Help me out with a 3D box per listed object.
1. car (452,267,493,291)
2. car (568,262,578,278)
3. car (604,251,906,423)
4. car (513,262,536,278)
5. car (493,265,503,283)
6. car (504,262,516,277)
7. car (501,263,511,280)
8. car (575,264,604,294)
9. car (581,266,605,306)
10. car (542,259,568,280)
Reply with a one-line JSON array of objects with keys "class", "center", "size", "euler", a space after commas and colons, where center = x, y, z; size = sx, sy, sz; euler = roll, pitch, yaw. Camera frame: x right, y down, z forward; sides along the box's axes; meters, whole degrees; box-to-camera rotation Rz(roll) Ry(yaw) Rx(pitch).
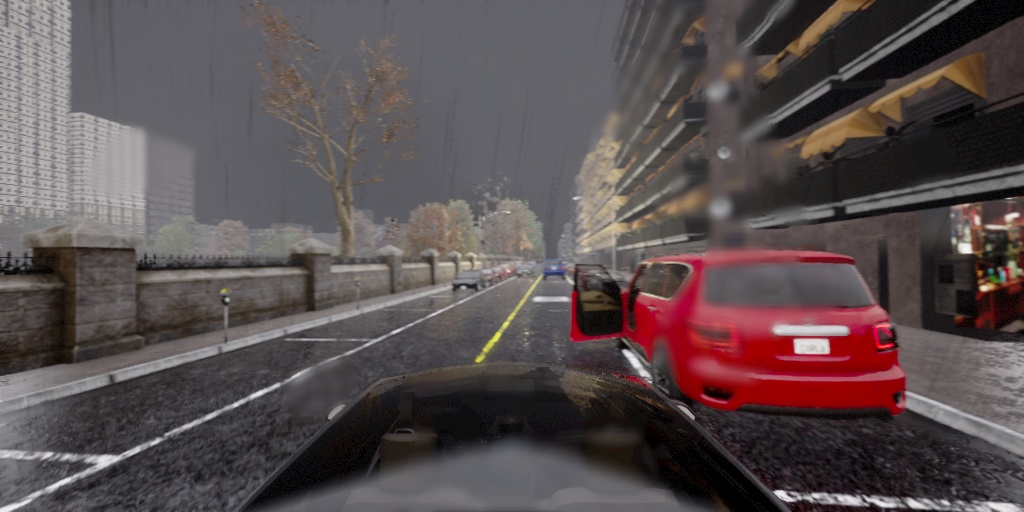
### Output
[{"class": "car", "center": [-2.824, 1.649, 24.879], "size": [1.948, 1.339, 4.313], "euler": [0, 0, 7]}, {"class": "car", "center": [8.064, 1.775, 46.295], "size": [1.802, 1.307, 4.207], "euler": [0, 0, 7]}, {"class": "car", "center": [3.135, 0.975, 6.048], "size": [2.150, 2.045, 5.566], "euler": [-1, -1, 7]}, {"class": "car", "center": [1.630, 1.722, 40.570], "size": [1.837, 1.490, 4.892], "euler": [-1, -1, 7]}, {"class": "car", "center": [-2.184, 1.725, 30.473], "size": [1.802, 1.307, 4.207], "euler": [0, 0, 7]}, {"class": "car", "center": [-0.901, 1.710, 41.655], "size": [1.967, 1.591, 4.097], "euler": [0, 0, 7]}, {"class": "car", "center": [-1.543, 1.750, 36.064], "size": [1.888, 1.381, 4.507], "euler": [0, 0, 7]}, {"class": "car", "center": [5.500, 1.484, 23.926], "size": [1.888, 1.381, 4.507], "euler": [0, 0, 7]}, {"class": "car", "center": [4.859, 1.430, 18.332], "size": [2.007, 1.370, 4.403], "euler": [0, 0, 7]}, {"class": "car", "center": [4.290, 1.338, 36.438], "size": [2.150, 2.045, 5.566], "euler": [-1, -1, 7]}]
